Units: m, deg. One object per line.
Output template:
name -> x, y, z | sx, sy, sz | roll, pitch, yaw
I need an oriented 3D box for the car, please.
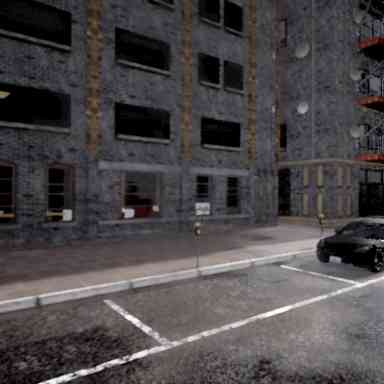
car -> 5.867, 1.556, 10.738 | 4.313, 1.339, 1.947 | 0, 0, -35
